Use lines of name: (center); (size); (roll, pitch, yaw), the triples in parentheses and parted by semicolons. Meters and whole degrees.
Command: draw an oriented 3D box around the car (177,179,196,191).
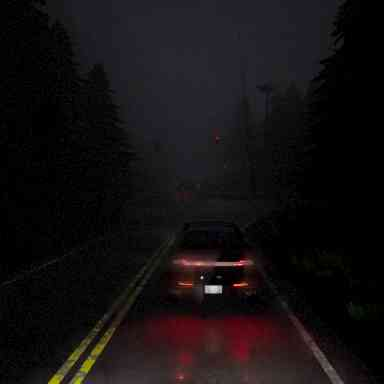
car: (-0.697, -1.069, 45.239); (1.812, 1.442, 4.674); (1, 9, 14)

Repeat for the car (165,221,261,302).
car: (0.449, 1.466, 8.186); (2.128, 1.511, 4.902); (0, 0, 2)
